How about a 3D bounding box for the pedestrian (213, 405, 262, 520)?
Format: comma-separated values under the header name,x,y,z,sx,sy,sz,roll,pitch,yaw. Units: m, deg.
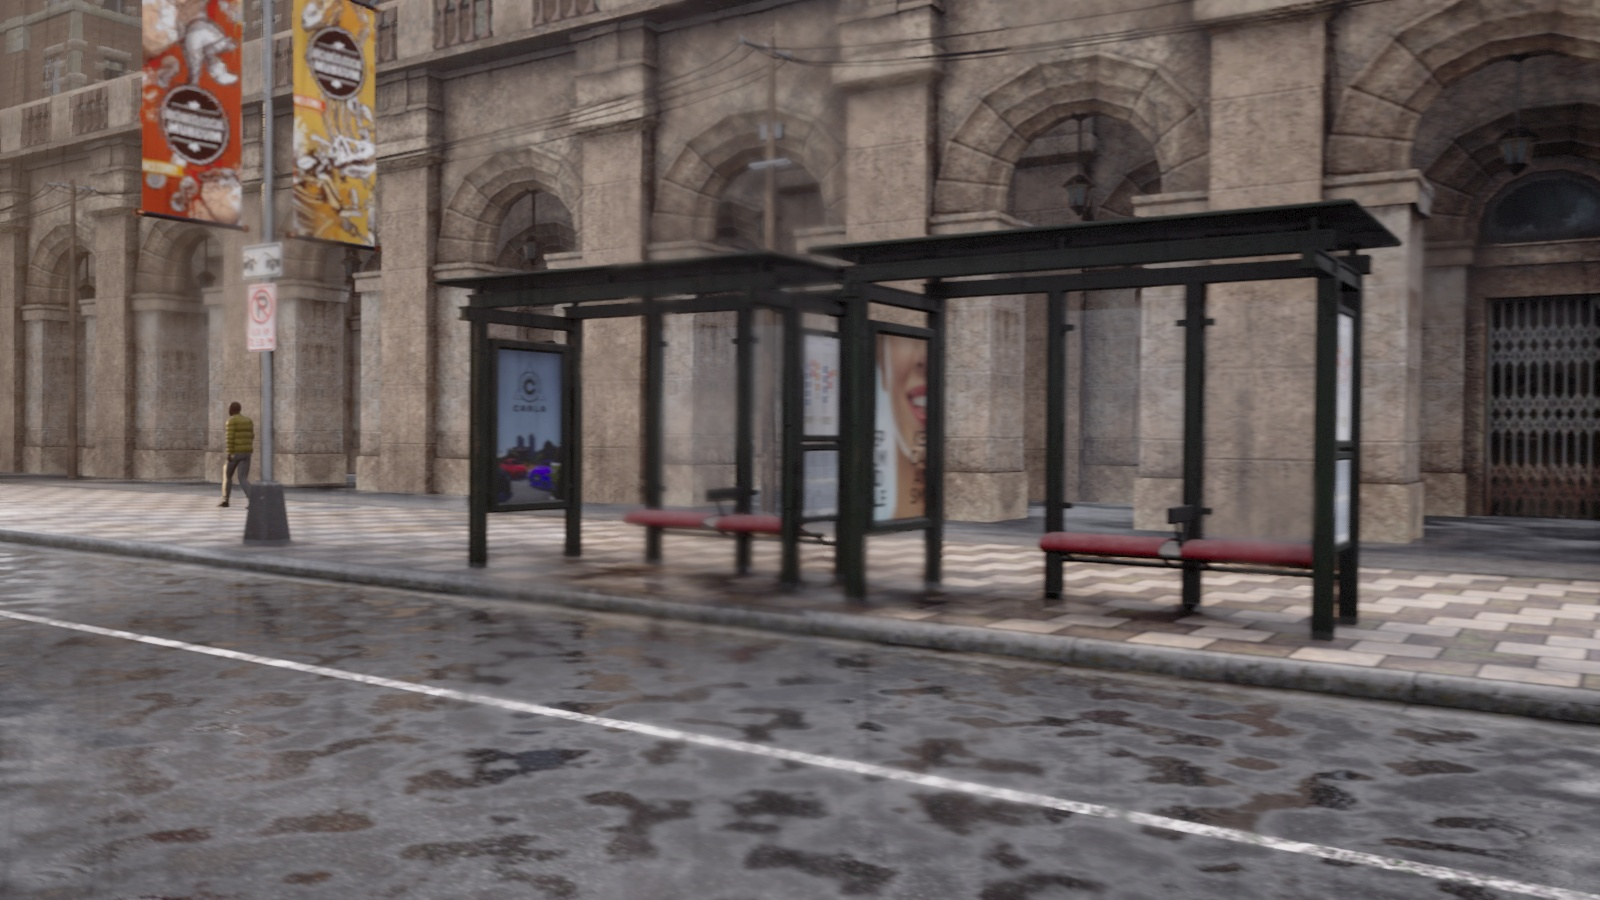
name,x,y,z,sx,sy,sz,roll,pitch,yaw
pedestrian,-9.098,0.193,20.323,0.726,1.835,0.370,0,1,34
